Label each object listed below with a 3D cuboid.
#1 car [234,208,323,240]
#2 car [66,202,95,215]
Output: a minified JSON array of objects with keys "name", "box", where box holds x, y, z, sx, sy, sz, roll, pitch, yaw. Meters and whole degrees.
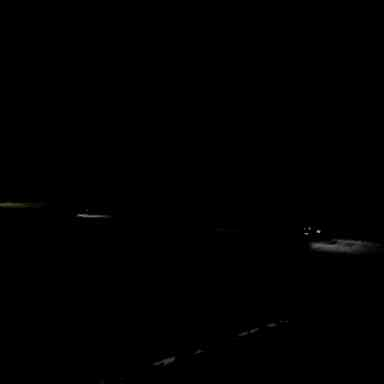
[{"name":"car","box":[4.394,1.618,17.496,1.837,1.490,4.892,0,0,-40]},{"name":"car","box":[-12.591,1.818,37.456,1.994,1.385,4.181,0,-1,-40]}]
